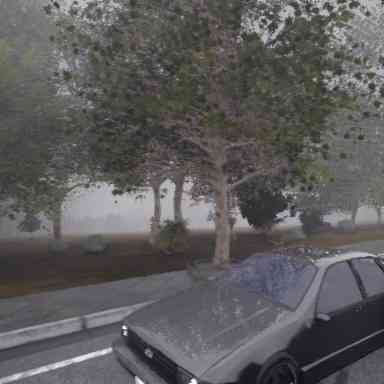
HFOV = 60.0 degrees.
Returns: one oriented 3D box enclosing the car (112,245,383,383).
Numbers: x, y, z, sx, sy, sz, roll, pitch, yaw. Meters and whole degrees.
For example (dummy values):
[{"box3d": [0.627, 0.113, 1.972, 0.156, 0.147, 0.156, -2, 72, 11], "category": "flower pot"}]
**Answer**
[{"box3d": [1.666, 1.560, 4.875, 5.357, 1.411, 2.033, 0, 0, -36], "category": "car"}]
